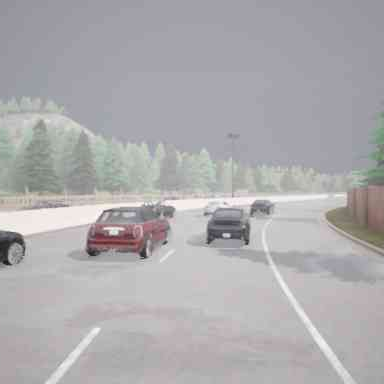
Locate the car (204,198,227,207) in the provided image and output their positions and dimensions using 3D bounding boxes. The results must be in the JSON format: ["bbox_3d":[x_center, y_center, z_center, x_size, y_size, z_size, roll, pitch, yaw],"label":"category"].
[{"bbox_3d":[2.464,1.478,30.908,1.812,1.442,4.674,0,0,20],"label":"car"}]

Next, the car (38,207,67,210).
[{"bbox_3d":[-10.821,1.403,24.015,2.128,1.511,4.902,0,0,15],"label":"car"}]

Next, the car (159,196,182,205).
[{"bbox_3d":[-3.679,1.441,58.118,1.994,1.385,4.181,0,0,31],"label":"car"}]

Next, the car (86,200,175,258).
[{"bbox_3d":[-2.218,1.319,12.814,2.097,1.767,4.553,0,0,8],"label":"car"}]

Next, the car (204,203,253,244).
[{"bbox_3d":[1.823,1.483,15.725,1.837,1.490,4.892,0,0,10],"label":"car"}]

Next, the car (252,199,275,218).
[{"bbox_3d":[7.038,1.472,32.952,1.837,1.490,4.892,0,0,22],"label":"car"}]

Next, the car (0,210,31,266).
[{"bbox_3d":[-6.294,1.450,8.536,2.128,1.511,4.902,0,0,5],"label":"car"}]

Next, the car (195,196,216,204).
[{"bbox_3d":[2.470,1.423,61.410,1.812,1.442,4.674,0,0,32],"label":"car"}]
